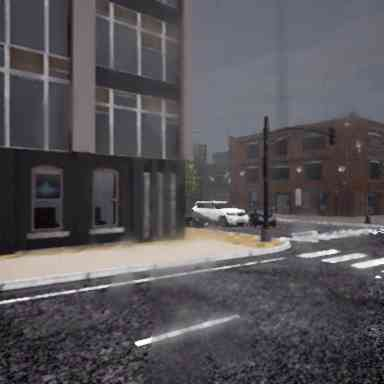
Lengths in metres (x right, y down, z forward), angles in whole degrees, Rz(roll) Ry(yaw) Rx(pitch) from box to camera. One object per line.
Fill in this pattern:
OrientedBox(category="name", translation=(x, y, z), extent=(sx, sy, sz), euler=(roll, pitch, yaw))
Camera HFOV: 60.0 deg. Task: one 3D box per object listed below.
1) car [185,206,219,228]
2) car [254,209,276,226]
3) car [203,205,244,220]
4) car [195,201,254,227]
OrientedBox(category="car", translation=(-0.191, 2.141, 27.242), extent=(1.947, 1.339, 4.313), euler=(-1, 0, -37))
OrientedBox(category="car", translation=(5.783, 2.156, 28.620), extent=(1.994, 1.385, 4.181), euler=(0, -1, -3))
OrientedBox(category="car", translation=(3.422, 2.239, 36.839), extent=(2.008, 1.369, 4.403), euler=(-1, 0, -37))
OrientedBox(category="car", translation=(2.257, 1.800, 28.529), extent=(2.150, 2.045, 5.566), euler=(0, -1, -37))
